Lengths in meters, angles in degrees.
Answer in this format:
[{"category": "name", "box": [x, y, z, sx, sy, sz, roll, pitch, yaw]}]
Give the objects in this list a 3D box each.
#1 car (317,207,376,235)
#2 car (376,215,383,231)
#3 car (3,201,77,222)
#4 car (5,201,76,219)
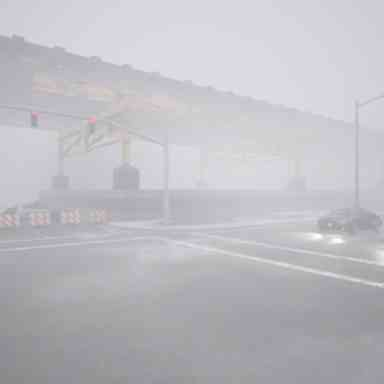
[{"category": "car", "box": [9.012, 1.578, 19.006, 4.181, 1.385, 1.994, 0, 0, -36]}, {"category": "car", "box": [11.883, 1.234, 16.756, 5.566, 2.045, 2.150, 0, 0, -35]}, {"category": "car", "box": [-11.211, 1.468, 25.023, 4.974, 1.542, 2.038, 0, 0, -7]}, {"category": "car", "box": [-11.263, 1.311, 25.016, 4.536, 1.218, 1.853, 0, 0, -7]}]
